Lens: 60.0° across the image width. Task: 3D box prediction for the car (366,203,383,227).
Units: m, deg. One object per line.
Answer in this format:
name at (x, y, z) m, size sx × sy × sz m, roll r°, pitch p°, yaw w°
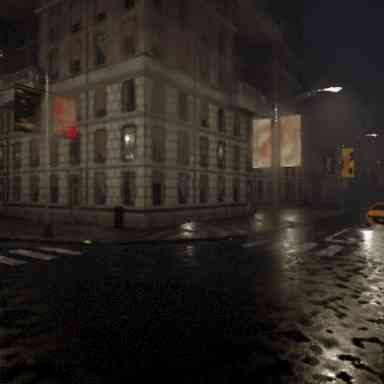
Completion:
car at (12.971, 1.468, 22.300) m, size 1.882 × 1.535 × 5.008 m, roll 0°, pitch 0°, yaw 35°
